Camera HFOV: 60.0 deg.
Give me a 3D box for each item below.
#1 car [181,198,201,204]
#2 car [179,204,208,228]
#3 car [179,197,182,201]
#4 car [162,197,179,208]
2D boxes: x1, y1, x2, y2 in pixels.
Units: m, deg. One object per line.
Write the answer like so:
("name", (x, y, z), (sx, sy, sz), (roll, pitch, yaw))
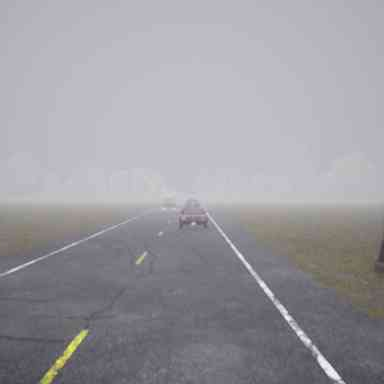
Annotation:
("car", (0.085, 1.569, 42.181), (2.097, 1.767, 4.553), (0, 0, 0))
("car", (0.091, 1.721, 23.184), (1.895, 1.301, 4.718), (0, 0, 0))
("car", (-3.535, 2.061, 92.002), (1.895, 1.301, 4.718), (0, 0, 0))
("car", (-3.581, 1.625, 53.168), (2.097, 1.767, 4.553), (0, 0, 0))
